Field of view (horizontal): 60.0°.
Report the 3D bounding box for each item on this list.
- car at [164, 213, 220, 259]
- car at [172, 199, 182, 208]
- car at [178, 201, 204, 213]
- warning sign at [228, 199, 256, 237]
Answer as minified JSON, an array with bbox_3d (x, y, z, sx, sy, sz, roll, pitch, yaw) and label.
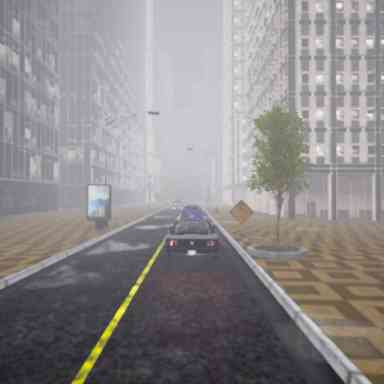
[{"bbox_3d":[0.020,1.748,13.258,1.895,1.301,4.718,0,-1,0],"label":"car"},{"bbox_3d":[-2.766,2.144,65.782,2.097,1.767,4.553,0,-1,0],"label":"car"},{"bbox_3d":[0.027,1.814,29.244,1.882,1.535,5.008,0,0,0],"label":"car"},{"bbox_3d":[2.518,1.306,16.924,1.300,1.860,1.060,0,-1,0],"label":"warning sign"}]
